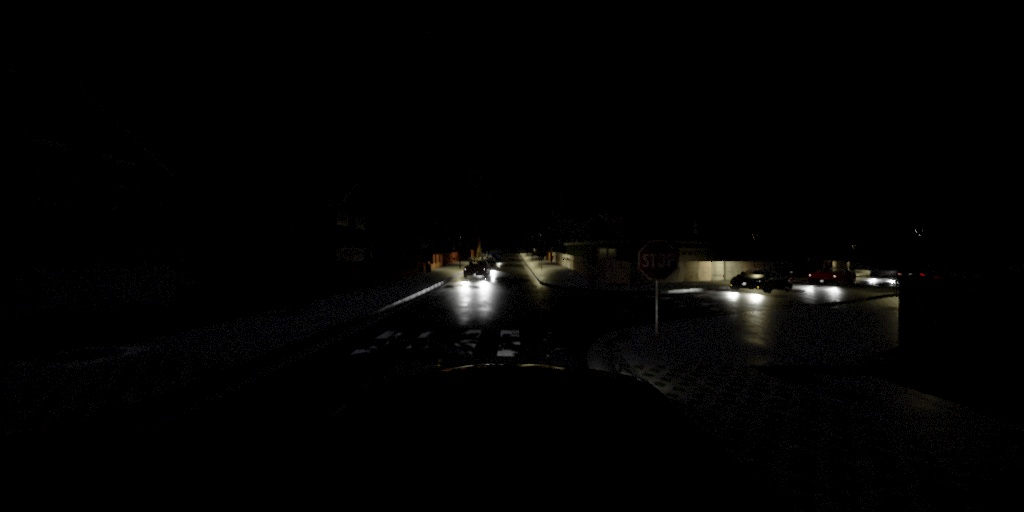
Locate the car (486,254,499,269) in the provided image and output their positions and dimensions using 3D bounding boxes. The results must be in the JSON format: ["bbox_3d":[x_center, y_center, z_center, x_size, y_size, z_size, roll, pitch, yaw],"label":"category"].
[{"bbox_3d":[-2.805,0.741,40.439,1.895,1.301,4.718,0,2,0],"label":"car"}]

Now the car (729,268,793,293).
[{"bbox_3d":[15.043,1.435,21.640,4.181,1.385,1.994,1,0,-31],"label":"car"}]

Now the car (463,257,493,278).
[{"bbox_3d":[-2.816,1.050,29.365,1.895,1.301,4.718,0,2,0],"label":"car"}]

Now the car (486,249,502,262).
[{"bbox_3d":[-2.761,-0.094,56.225,2.150,2.045,5.566,0,2,0],"label":"car"}]

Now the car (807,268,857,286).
[{"bbox_3d":[24.760,1.563,27.753,4.718,1.301,1.895,1,0,-34],"label":"car"}]

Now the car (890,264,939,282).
[{"bbox_3d":[35.568,1.599,31.640,5.357,1.411,2.033,1,0,-36],"label":"car"}]

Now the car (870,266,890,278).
[{"bbox_3d":[40.506,1.724,38.920,4.718,1.301,1.895,1,0,-37],"label":"car"}]
